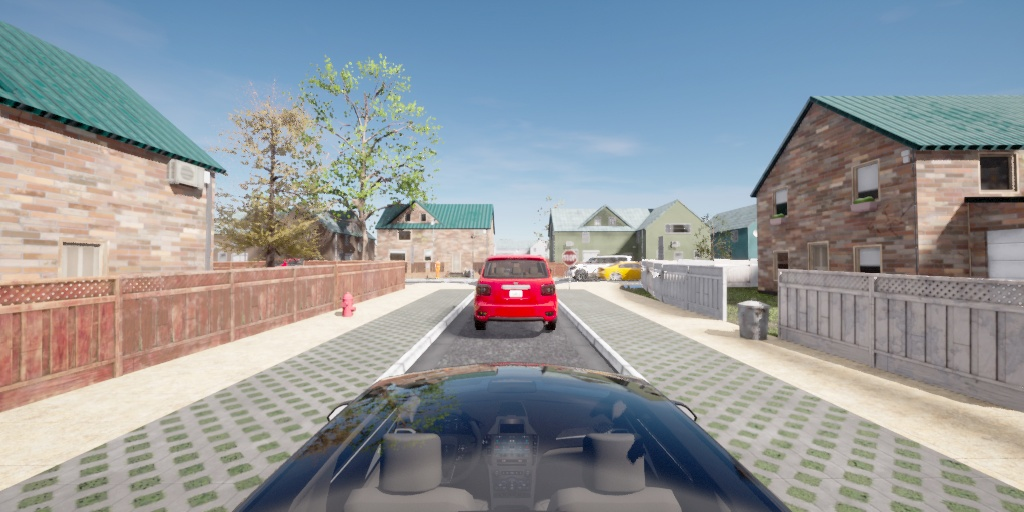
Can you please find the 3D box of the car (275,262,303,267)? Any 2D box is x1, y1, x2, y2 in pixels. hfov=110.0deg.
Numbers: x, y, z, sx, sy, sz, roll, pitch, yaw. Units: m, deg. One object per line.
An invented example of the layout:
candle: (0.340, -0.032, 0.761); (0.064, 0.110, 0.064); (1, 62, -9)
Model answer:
car: (-15.083, 1.408, 26.552); (4.902, 1.511, 2.128); (-1, -1, 1)

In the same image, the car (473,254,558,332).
car: (0.094, 0.976, 11.076); (2.150, 2.045, 5.566); (0, 0, 0)

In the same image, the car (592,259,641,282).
car: (8.800, 1.164, 26.256); (5.008, 1.535, 1.882); (0, -1, 1)

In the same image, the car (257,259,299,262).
car: (-20.267, 1.271, 29.574); (5.566, 2.045, 2.150); (-1, -1, 1)

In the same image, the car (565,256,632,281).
car: (7.184, 1.000, 29.231); (5.566, 2.045, 2.150); (0, -1, 1)

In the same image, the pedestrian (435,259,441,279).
pedestrian: (-6.728, 1.121, 32.317); (0.375, 1.860, 0.375); (0, -1, 1)
